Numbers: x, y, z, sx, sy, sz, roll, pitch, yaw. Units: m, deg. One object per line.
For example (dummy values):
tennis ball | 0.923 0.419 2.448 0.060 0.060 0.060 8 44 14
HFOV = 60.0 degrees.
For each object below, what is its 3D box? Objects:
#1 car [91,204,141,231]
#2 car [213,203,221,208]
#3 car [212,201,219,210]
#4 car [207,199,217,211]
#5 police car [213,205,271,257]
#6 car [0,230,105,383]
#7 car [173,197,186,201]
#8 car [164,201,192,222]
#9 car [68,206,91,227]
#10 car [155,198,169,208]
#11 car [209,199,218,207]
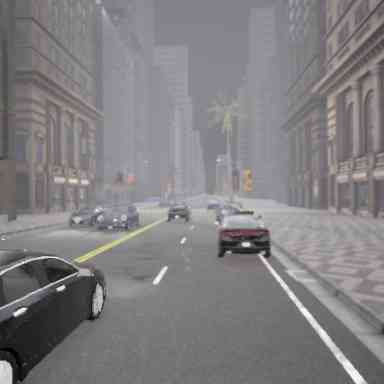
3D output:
car | -5.026 1.670 23.221 2.097 1.767 4.553 -1 -1 4
car | 2.583 1.783 23.545 1.812 1.442 4.674 -1 -1 4
car | 2.958 1.849 29.533 1.812 1.442 4.674 -1 -1 4
car | 3.259 2.030 49.915 1.882 1.535 5.008 -1 -1 4
police car | 1.966 1.572 13.676 1.930 1.638 5.238 -1 -1 4
car | -2.727 1.586 4.707 1.837 1.490 4.892 -1 -1 4
car | -2.381 1.984 64.332 2.150 2.045 5.566 -1 -1 4
car | -1.109 1.875 30.613 1.837 1.490 4.892 -1 -1 4
car | -8.089 1.872 26.305 2.128 1.511 4.902 -1 -1 4
car | -5.470 2.361 66.663 2.033 1.411 5.357 -1 -1 4
car | 4.455 2.201 69.161 1.882 1.535 5.008 -1 -1 4
